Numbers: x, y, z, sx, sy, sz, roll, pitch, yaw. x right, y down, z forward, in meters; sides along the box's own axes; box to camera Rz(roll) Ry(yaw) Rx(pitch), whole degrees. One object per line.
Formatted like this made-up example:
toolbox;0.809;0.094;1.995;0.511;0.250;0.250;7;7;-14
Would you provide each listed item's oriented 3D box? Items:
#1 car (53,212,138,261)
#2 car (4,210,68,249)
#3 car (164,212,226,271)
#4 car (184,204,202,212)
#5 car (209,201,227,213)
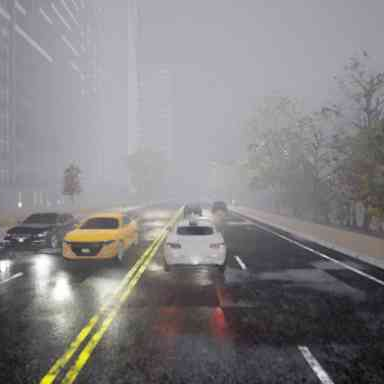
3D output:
car;-3.358;1.592;12.983;1.882;1.535;5.008;0;-1;0
car;-6.608;1.639;15.282;1.837;1.490;4.892;0;-1;0
car;0.091;1.624;11.214;1.812;1.442;4.674;0;0;0
car;0.080;1.910;35.272;1.895;1.301;4.718;0;0;0
car;3.323;1.872;41.663;1.837;1.490;4.892;0;0;0
